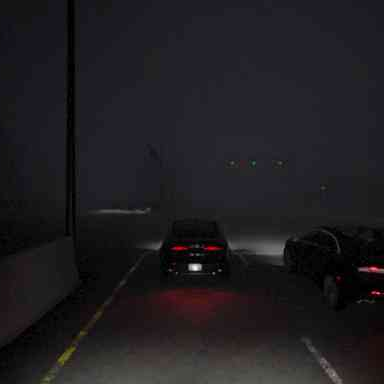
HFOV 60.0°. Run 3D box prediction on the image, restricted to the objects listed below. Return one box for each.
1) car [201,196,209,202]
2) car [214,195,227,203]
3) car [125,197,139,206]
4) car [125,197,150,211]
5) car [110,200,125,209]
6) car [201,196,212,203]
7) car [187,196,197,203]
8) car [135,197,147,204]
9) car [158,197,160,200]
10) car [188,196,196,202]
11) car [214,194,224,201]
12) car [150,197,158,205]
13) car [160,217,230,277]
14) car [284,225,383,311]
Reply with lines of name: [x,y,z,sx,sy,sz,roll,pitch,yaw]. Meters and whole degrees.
car: [3.499,1.788,89.005,1.837,1.490,4.892,0,0,1]
car: [6.998,1.604,77.260,2.097,1.767,4.553,0,0,0]
car: [-10.563,1.724,58.771,1.812,1.442,4.674,0,0,-1]
car: [-7.100,1.679,43.889,1.812,1.442,4.674,0,0,0]
car: [-10.597,1.769,48.596,1.895,1.301,4.718,0,0,0]
car: [3.498,1.612,78.725,2.097,1.767,4.553,0,0,0]
car: [0.000,1.774,76.151,2.128,1.511,4.902,0,0,0]
car: [-10.502,1.753,69.056,1.812,1.442,4.674,0,0,0]
car: [-7.010,1.766,65.937,2.033,1.411,5.357,0,0,0]
car: [-0.002,1.820,86.456,2.033,1.411,5.357,0,0,0]
car: [6.998,1.524,86.430,2.097,1.767,4.553,0,0,0]
car: [-7.090,1.782,52.989,1.895,1.301,4.718,0,0,0]
car: [0.085,1.555,10.367,1.837,1.490,4.892,0,0,0]
car: [3.583,1.532,7.823,2.128,1.511,4.902,0,0,0]
